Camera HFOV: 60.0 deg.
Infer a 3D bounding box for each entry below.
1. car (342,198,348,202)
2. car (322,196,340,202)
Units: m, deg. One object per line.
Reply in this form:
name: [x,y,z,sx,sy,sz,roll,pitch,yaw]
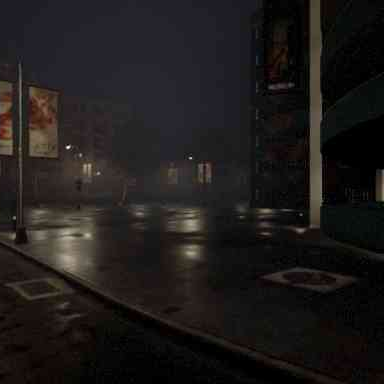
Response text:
car: [22.136,1.418,51.046,4.786,1.482,2.161,0,0,-41]
car: [15.593,1.324,39.959,4.674,1.452,2.002,0,0,-41]
